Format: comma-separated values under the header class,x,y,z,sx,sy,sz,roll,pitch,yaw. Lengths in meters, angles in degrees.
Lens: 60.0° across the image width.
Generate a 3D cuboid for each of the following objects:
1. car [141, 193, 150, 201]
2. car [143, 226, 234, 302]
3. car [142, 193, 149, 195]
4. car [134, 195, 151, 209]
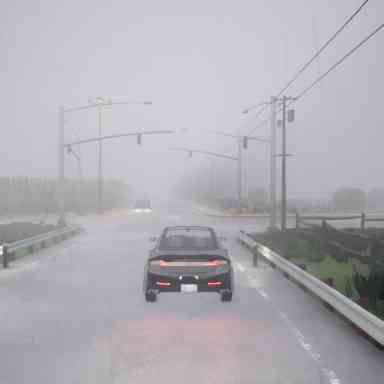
class,x,y,z,sx,sy,sz,roll,pitch,yaw
car,-9.550,0.956,68.892,1.837,1.490,4.892,0,1,-7
car,-0.097,1.614,8.519,2.128,1.511,4.902,0,-2,-1
car,-7.837,1.230,54.899,1.812,1.442,4.674,0,1,-7
car,-6.403,1.470,43.465,1.994,1.385,4.181,0,1,-7
